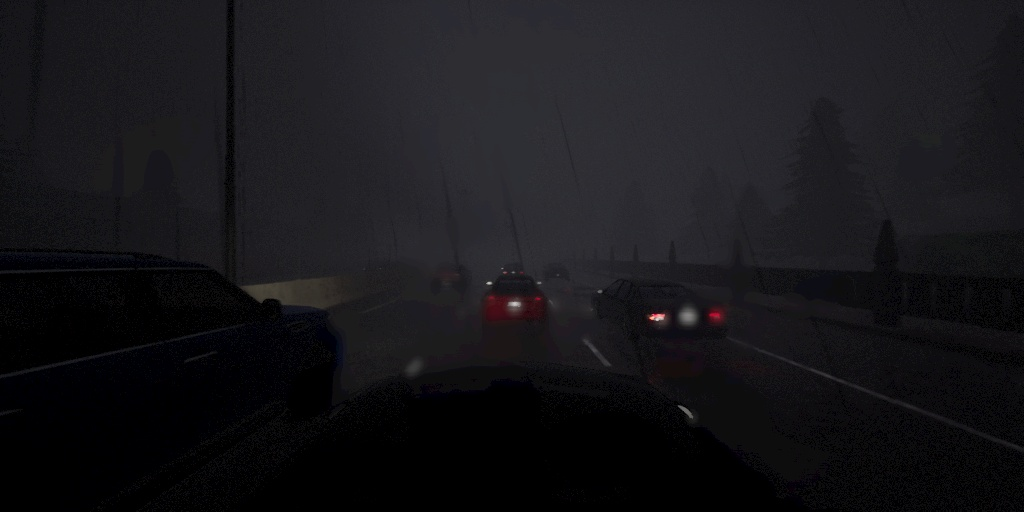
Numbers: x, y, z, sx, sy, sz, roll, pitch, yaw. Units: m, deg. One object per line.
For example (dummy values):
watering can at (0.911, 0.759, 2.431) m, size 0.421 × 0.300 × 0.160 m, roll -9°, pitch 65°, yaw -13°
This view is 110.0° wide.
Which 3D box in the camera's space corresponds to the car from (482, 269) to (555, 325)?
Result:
car at (0.103, 1.312, 11.819) m, size 1.994 × 1.385 × 4.181 m, roll 0°, pitch 0°, yaw 0°

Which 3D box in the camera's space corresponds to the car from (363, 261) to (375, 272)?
car at (-14.100, 1.222, 38.098) m, size 1.882 × 1.535 × 5.008 m, roll 0°, pitch 0°, yaw 0°

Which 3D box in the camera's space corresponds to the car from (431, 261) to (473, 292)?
car at (-3.395, 1.239, 21.005) m, size 2.128 × 1.511 × 4.902 m, roll 0°, pitch 0°, yaw 0°

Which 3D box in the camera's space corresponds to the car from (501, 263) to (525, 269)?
car at (0.104, 1.293, 29.538) m, size 2.033 × 1.411 × 5.357 m, roll 0°, pitch 0°, yaw 0°

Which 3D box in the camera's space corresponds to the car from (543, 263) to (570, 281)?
car at (3.618, 1.272, 29.939) m, size 1.812 × 1.442 × 4.674 m, roll 0°, pitch 0°, yaw 0°

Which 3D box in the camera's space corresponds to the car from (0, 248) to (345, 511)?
car at (-3.399, 0.972, 2.619) m, size 2.150 × 2.045 × 5.566 m, roll 0°, pitch 0°, yaw 0°

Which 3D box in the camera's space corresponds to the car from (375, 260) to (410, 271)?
car at (-10.585, 1.271, 32.900) m, size 1.812 × 1.442 × 4.674 m, roll 0°, pitch 0°, yaw 0°

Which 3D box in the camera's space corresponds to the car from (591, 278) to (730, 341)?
car at (3.602, 1.296, 9.830) m, size 2.033 × 1.411 × 5.357 m, roll 0°, pitch 0°, yaw 0°
